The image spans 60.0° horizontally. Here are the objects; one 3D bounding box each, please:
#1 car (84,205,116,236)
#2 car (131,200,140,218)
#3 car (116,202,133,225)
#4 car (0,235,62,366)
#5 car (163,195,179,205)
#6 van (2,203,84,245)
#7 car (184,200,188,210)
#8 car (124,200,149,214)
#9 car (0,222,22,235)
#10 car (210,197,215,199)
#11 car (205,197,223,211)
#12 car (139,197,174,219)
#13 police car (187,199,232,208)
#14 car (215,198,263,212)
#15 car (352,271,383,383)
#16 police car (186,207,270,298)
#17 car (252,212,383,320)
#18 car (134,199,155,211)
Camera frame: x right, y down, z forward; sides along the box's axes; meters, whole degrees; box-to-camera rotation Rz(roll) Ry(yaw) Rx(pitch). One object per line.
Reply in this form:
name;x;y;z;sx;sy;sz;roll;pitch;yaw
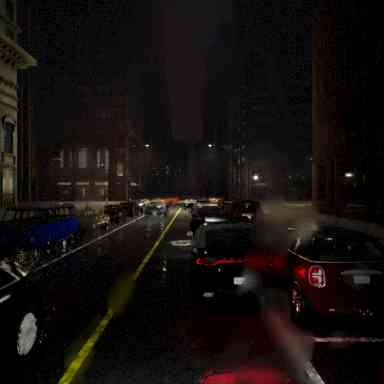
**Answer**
car;-5.796;1.528;18.403;1.752;1.417;4.829;0;0;0
car;-5.814;1.575;29.846;1.947;1.339;4.313;0;0;0
car;-5.804;1.588;24.210;1.802;1.307;4.206;0;0;0
car;-3.105;1.505;3.068;1.837;1.490;4.892;0;0;0
car;-4.537;1.402;60.109;4.553;1.767;2.097;0;0;38
van;-5.788;1.342;12.937;1.690;1.788;3.998;0;0;0
car;-0.068;1.621;42.972;1.895;1.301;4.718;0;0;0
car;-5.823;1.580;35.483;1.947;1.339;4.313;0;0;0
car;-5.778;1.582;7.300;1.802;1.307;4.206;0;0;0
car;2.719;1.321;24.226;2.192;1.841;5.009;0;0;0
car;2.693;1.458;41.134;1.967;1.590;4.097;0;0;0
car;-3.047;1.500;29.540;2.128;1.511;4.902;0;0;0
police car;0.838;1.429;18.679;1.930;1.638;5.238;0;0;0
car;2.728;1.318;18.590;2.192;1.841;5.009;0;0;0
car;2.756;1.582;1.682;1.802;1.307;4.206;0;0;0
police car;0.886;1.426;8.679;1.930;1.638;5.238;0;0;0
car;2.747;1.440;7.318;1.967;1.590;4.097;0;0;0
car;-5.832;1.569;41.119;2.008;1.369;4.403;0;0;0
